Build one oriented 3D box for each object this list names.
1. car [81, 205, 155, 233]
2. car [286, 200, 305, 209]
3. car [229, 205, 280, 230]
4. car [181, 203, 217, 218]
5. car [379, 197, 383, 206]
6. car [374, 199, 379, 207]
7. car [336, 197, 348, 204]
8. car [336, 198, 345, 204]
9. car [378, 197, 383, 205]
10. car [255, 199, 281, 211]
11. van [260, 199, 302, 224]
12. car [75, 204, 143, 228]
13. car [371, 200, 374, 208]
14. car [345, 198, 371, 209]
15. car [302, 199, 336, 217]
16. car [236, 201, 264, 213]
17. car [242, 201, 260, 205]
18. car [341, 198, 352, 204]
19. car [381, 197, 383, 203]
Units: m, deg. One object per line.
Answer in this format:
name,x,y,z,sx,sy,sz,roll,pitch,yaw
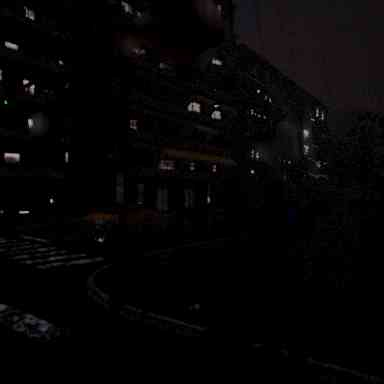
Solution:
car,-4.538,1.597,21.184,1.882,1.535,5.008,1,1,37
car,17.164,1.988,54.974,1.802,1.307,4.206,1,0,36
car,4.200,1.834,23.274,1.947,1.339,4.313,1,0,36
car,0.745,1.725,32.707,1.887,1.381,4.507,1,0,36
car,37.040,2.259,67.808,1.887,1.381,4.507,1,0,36
car,33.757,2.111,63.355,1.967,1.590,4.097,1,0,36
car,36.870,2.107,81.695,1.967,1.590,4.097,1,0,36
car,33.584,2.190,77.241,1.947,1.339,4.313,1,0,36
car,46.895,2.158,81.169,2.192,1.841,5.009,1,0,36
car,10.598,1.756,46.068,1.967,1.590,4.097,1,0,36
van,7.486,1.655,27.727,1.690,1.788,3.998,1,0,36
car,-5.823,1.640,23.800,2.008,1.369,4.403,1,0,36
car,30.471,2.209,58.901,1.802,1.307,4.206,1,0,36
car,27.190,1.898,54.448,2.192,1.841,5.009,1,0,36
car,14.053,1.845,36.635,1.967,1.590,4.097,1,0,36
car,7.312,1.853,41.614,1.802,1.307,4.206,1,0,36
car,7.175,1.786,37.045,1.837,1.490,4.892,1,0,37
car,40.052,2.234,86.011,1.752,1.417,4.829,1,0,36
car,40.324,2.308,72.262,2.008,1.369,4.403,1,0,36
